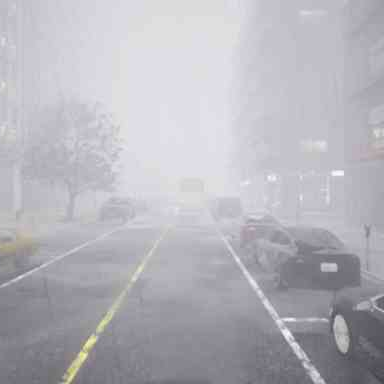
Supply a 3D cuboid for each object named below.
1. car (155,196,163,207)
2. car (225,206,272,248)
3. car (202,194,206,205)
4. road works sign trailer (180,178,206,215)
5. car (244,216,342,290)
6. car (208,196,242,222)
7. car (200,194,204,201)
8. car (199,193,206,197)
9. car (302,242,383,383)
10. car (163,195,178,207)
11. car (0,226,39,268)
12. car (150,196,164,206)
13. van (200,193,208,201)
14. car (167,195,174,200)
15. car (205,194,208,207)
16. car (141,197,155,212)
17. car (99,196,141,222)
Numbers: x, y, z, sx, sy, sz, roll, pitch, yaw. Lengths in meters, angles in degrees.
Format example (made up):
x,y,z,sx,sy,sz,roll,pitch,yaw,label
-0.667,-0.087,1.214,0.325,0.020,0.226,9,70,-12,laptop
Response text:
x,y,z,sx,sy,sz,roll,pitch,yaw,label
-5.668,1.499,48.427,1.802,1.307,4.206,1,0,0,car
2.727,1.525,14.453,1.887,1.381,4.507,1,0,0,car
2.713,1.442,48.562,1.752,1.417,4.829,1,0,0,car
0.009,0.412,32.984,2.380,3.560,2.880,0,0,0,road works sign trailer
2.769,1.555,8.796,1.947,1.339,4.313,1,0,0,car
2.709,1.276,25.764,2.192,1.841,5.009,1,0,0,car
2.714,1.470,54.048,1.947,1.339,4.313,1,0,0,car
2.716,1.441,59.705,2.008,1.369,4.403,1,0,0,car
2.812,1.547,3.140,2.008,1.369,4.403,1,0,0,car
-3.068,1.514,50.322,1.895,1.301,4.718,0,0,0,car
-5.745,1.514,8.661,1.752,1.417,4.829,1,0,0,car
-5.666,1.449,54.084,1.887,1.381,4.507,1,0,0,car
2.724,1.188,76.675,1.690,1.788,3.998,1,0,0,van
-5.657,1.398,88.027,1.802,1.307,4.206,1,0,0,car
2.711,1.266,31.421,2.192,1.841,5.009,1,0,0,car
-5.671,1.485,37.114,1.887,1.381,4.507,1,0,0,car
-5.671,1.276,25.800,2.192,1.841,5.009,1,0,0,car
